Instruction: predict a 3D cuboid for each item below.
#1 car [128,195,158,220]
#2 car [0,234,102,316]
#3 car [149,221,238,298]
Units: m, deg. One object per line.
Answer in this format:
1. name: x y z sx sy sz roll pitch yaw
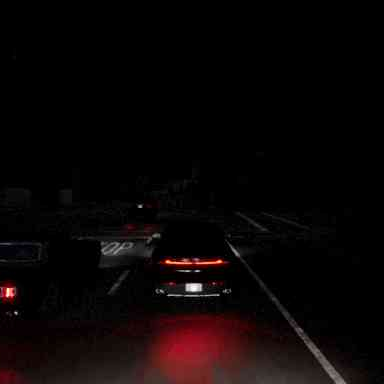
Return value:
1. car: -4.192 1.254 28.665 2.150 2.045 5.566 0 0 -3
2. car: -3.475 1.601 7.460 1.895 1.301 4.718 0 0 -1
3. car: 0.000 1.505 8.526 1.837 1.490 4.892 0 0 -1
